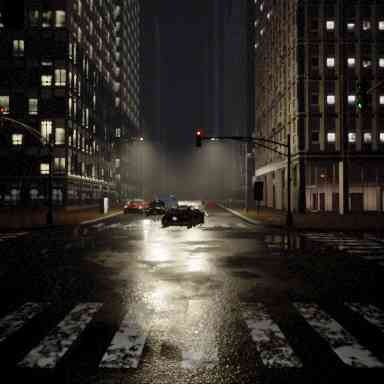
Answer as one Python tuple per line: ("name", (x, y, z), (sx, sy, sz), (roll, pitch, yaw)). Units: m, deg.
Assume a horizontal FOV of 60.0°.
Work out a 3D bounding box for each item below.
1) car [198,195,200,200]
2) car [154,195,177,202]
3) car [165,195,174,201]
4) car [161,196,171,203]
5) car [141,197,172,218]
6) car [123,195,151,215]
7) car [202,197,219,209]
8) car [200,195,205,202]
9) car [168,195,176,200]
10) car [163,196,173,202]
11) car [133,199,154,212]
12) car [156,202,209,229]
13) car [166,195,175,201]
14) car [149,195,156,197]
("car", (2.677, 1.590, 61.686), (1.947, 1.339, 4.313), (1, 0, 0))
("car", (-3.115, 1.493, 39.825), (1.882, 1.535, 5.008), (0, 0, 0))
("car", (-5.713, 1.578, 83.913), (1.887, 1.381, 4.507), (1, 0, 0))
("car", (-5.708, 1.573, 72.763), (1.887, 1.381, 4.507), (1, 0, 0))
("car", (-3.112, 1.516, 30.320), (1.837, 1.490, 4.892), (0, 0, 0))
("car", (-5.689, 1.453, 33.737), (1.967, 1.590, 4.097), (1, 0, 0))
("car", (2.683, 1.599, 44.953), (1.802, 1.307, 4.206), (1, 0, 0))
("car", (2.680, 1.547, 56.279), (1.752, 1.417, 4.829), (1, 0, 0))
("car", (-5.719, 1.605, 95.064), (1.947, 1.339, 4.313), (1, 0, 0))
("car", (-5.711, 1.582, 78.338), (2.008, 1.369, 4.403), (1, 0, 0))
("car", (-5.694, 1.597, 39.312), (1.802, 1.307, 4.206), (1, 0, 0))
("car", (-0.512, 1.572, 21.795), (1.994, 1.385, 4.181), (0, 0, 16))
("car", (-5.716, 1.587, 89.489), (2.008, 1.369, 4.403), (1, 0, 0))
("car", (-5.691, 1.332, 44.887), (2.192, 1.841, 5.009), (1, 0, 0))
